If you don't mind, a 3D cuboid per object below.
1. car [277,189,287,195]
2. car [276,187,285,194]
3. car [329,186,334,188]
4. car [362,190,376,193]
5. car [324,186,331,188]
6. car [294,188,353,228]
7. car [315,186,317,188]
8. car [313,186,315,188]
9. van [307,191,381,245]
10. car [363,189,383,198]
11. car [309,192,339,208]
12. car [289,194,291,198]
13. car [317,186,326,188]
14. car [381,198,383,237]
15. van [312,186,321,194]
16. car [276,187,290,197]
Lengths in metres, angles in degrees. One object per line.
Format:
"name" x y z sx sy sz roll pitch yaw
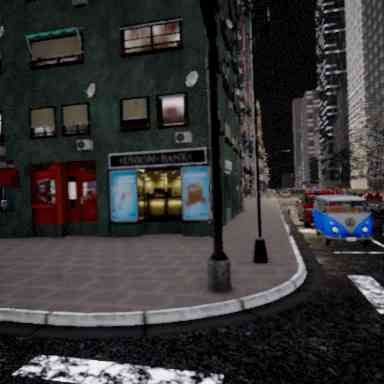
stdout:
"car" 20.977 0.061 77.774 1.947 1.339 4.313 -2 1 13
"car" 23.495 -0.379 88.532 2.192 1.841 5.009 -2 1 13
"car" 24.079 0.136 54.333 1.887 1.381 4.507 -2 1 13
"car" 10.862 0.877 23.370 2.128 1.511 4.902 -2 1 13
"car" 25.343 0.076 59.713 1.802 1.307 4.206 -2 1 13
"car" 7.082 0.891 18.585 2.192 1.841 5.009 -2 1 13
"car" 27.867 -0.149 70.474 2.008 1.369 4.403 -2 1 13
"car" 29.131 -0.214 75.856 1.802 1.307 4.206 -2 1 13
"van" 5.821 1.018 13.204 1.690 1.788 3.998 -2 1 13
"car" 20.289 0.325 38.189 1.967 1.590 4.097 -2 1 13
"car" 13.302 0.740 33.724 2.033 1.411 5.357 -2 1 13
"car" 8.352 1.020 23.969 1.887 1.381 4.507 -2 1 13
"car" 26.597 -0.288 65.091 2.192 1.841 5.009 -2 1 13
"car" 8.575 1.132 13.614 1.994 1.385 4.181 -2 1 13
"van" 30.386 -0.550 81.234 1.690 1.788 3.998 -2 1 13
"car" 17.186 0.225 61.631 1.967 1.590 4.097 -2 1 13
